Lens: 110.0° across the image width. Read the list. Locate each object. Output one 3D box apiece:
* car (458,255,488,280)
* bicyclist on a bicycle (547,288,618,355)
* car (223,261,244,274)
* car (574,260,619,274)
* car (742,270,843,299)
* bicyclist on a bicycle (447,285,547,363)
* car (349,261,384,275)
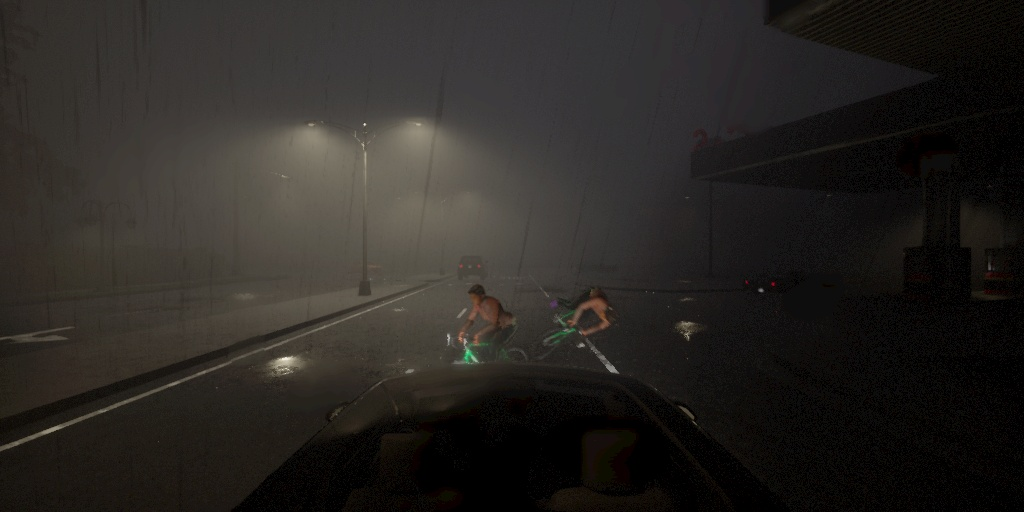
[{"bbox_3d":[-3.350,0.970,31.272,2.150,2.045,5.566,0,0,0],"label":"car"},{"bbox_3d":[1.071,0.988,5.777,1.620,0.582,1.656,-29,16,48],"label":"bicyclist on a bicycle"},{"bbox_3d":[-32.908,1.223,40.290,5.008,1.535,1.882,0,0,1],"label":"car"},{"bbox_3d":[9.471,1.238,40.366,4.902,1.511,2.128,0,0,2],"label":"car"},{"bbox_3d":[14.058,1.349,17.933,4.718,1.301,1.895,0,0,-18],"label":"car"},{"bbox_3d":[-0.334,1.203,4.847,0.582,1.620,1.656,-2,0,44],"label":"bicyclist on a bicycle"},{"bbox_3d":[-15.549,1.225,38.261,5.008,1.535,1.882,0,-2,42],"label":"car"}]
